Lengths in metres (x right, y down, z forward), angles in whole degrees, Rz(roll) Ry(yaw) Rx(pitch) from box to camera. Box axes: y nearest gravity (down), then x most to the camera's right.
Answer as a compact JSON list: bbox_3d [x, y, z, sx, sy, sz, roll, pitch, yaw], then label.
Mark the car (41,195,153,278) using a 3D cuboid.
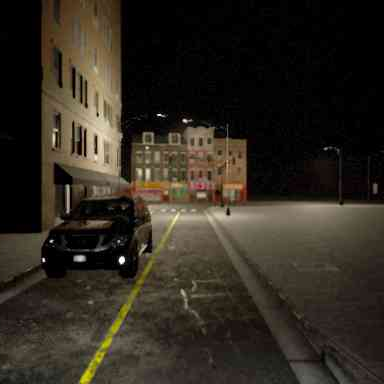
[{"bbox_3d":[-2.520,1.144,10.274,2.150,2.045,5.566,0,0,0],"label":"car"}]
